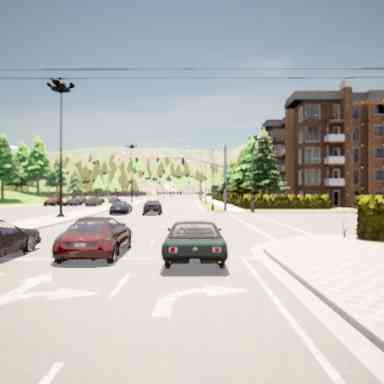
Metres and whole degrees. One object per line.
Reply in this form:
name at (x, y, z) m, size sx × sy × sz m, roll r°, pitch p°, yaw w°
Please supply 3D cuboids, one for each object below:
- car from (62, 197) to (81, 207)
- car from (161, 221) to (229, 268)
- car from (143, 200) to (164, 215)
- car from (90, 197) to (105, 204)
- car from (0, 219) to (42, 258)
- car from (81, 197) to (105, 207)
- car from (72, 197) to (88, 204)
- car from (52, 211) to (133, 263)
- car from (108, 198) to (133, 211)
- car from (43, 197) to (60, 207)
car at (-19.773, 1.708, 55.419) m, size 1.994 × 1.385 × 4.181 m, roll 0°, pitch 0°, yaw 0°
car at (0.083, 1.631, 11.386) m, size 1.895 × 1.301 × 4.718 m, roll 0°, pitch 0°, yaw 0°
car at (-4.127, 1.597, 35.533) m, size 1.837 × 1.490 × 4.892 m, roll 0°, pitch 0°, yaw -2°
car at (-19.742, 1.777, 69.643) m, size 1.895 × 1.301 × 4.718 m, roll 0°, pitch 0°, yaw 0°
car at (-6.926, 1.576, 10.836) m, size 2.033 × 1.411 × 5.357 m, roll 0°, pitch 0°, yaw 0°
car at (-16.274, 1.645, 55.033) m, size 1.837 × 1.490 × 4.892 m, roll 0°, pitch 1°, yaw 0°
car at (-23.243, 1.705, 69.251) m, size 1.812 × 1.442 × 4.674 m, roll 0°, pitch 0°, yaw 0°
car at (-3.442, 1.596, 12.165) m, size 1.994 × 1.385 × 4.181 m, roll 0°, pitch 0°, yaw -1°
car at (-7.651, 1.658, 36.042) m, size 1.994 × 1.385 × 4.181 m, roll 0°, pitch 0°, yaw -2°
car at (-23.268, 1.624, 56.058) m, size 1.882 × 1.535 × 5.008 m, roll 0°, pitch 0°, yaw 0°
